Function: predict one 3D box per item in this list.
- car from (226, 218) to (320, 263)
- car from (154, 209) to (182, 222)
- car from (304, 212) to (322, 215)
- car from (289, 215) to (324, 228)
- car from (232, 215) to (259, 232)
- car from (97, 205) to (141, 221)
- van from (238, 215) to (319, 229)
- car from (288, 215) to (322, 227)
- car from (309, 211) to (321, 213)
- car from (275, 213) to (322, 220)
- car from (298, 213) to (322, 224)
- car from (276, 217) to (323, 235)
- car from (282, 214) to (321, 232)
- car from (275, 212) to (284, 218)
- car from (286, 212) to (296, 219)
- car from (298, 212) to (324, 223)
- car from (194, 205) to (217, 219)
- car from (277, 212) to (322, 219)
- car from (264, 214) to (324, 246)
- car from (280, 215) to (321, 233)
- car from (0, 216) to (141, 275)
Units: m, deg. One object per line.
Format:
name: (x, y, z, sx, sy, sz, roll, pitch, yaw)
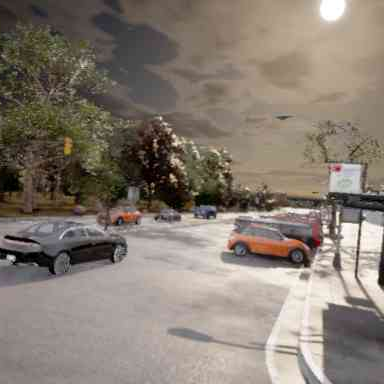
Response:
car: (4.267, 2.772, 18.641, 4.553, 1.767, 2.185, 6, -1, 2)
car: (-2.740, 2.663, 38.439, 1.994, 1.385, 4.181, 5, -1, 21)
car: (17.538, 4.507, 52.142, 5.566, 2.045, 2.435, 6, -1, 2)
car: (19.843, 5.103, 57.712, 5.366, 1.575, 1.946, 6, -1, 2)
car: (5.941, 3.386, 36.470, 1.837, 1.490, 4.892, 5, -1, 22)
car: (-6.350, 1.951, 29.280, 2.097, 1.767, 4.553, 5, -1, 22)
van: (5.332, 2.819, 21.423, 4.442, 1.987, 1.878, 6, 0, 2)
car: (20.561, 5.230, 60.506, 5.366, 1.575, 1.946, 6, -1, 2)
car: (21.833, 5.173, 63.295, 5.566, 2.045, 2.435, 6, -1, 1)
car: (7.709, 3.115, 27.006, 5.566, 2.045, 2.435, 6, -1, 2)
car: (27.316, 6.169, 77.255, 4.553, 1.767, 2.185, 6, -1, 2)
car: (13.134, 4.124, 40.958, 4.892, 1.521, 2.231, 6, 0, 1)
car: (15.288, 4.305, 46.553, 4.553, 1.767, 2.185, 6, -1, 1)
car: (23.914, 6.235, 90.786, 1.882, 1.535, 5.008, 5, -1, 21)
car: (26.715, 6.356, 89.711, 2.097, 1.767, 4.553, 5, -1, 21)
car: (30.594, 6.529, 85.644, 5.566, 2.045, 2.435, 6, -1, 1)
car: (2.150, 3.007, 50.856, 2.150, 2.045, 5.566, 5, -1, 22)
car: (11.002, 3.570, 35.384, 5.566, 2.045, 2.435, 6, -1, 1)
car: (6.542, 2.956, 24.207, 5.566, 2.045, 2.435, 6, 0, 2)
car: (14.262, 4.155, 43.752, 4.553, 1.767, 2.185, 6, -1, 1)
car: (-4.139, 1.799, 11.621, 2.128, 1.511, 4.902, 4, -2, 23)
